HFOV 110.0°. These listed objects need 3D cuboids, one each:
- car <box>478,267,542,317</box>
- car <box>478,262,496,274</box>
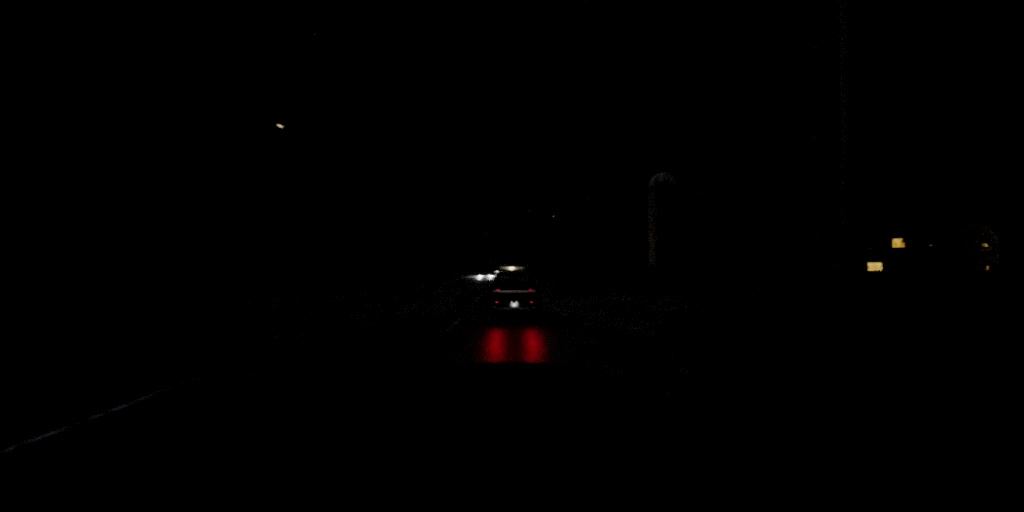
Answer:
[{"bbox_3d":[0.082,1.365,13.848,2.128,1.511,4.902,0,-1,0],"label":"car"},{"bbox_3d":[-3.586,1.867,49.579,1.895,1.301,4.718,0,-1,0],"label":"car"}]
